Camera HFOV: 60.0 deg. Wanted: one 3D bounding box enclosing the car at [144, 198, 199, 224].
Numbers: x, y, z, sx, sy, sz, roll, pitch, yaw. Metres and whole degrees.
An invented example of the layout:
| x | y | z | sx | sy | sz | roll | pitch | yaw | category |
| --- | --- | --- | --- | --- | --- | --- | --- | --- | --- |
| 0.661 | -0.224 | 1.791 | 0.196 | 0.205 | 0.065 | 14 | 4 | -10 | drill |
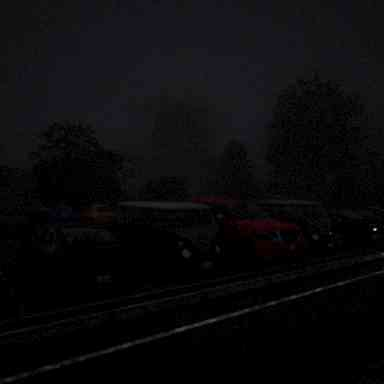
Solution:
| x | y | z | sx | sy | sz | roll | pitch | yaw | category |
| --- | --- | --- | --- | --- | --- | --- | --- | --- | --- |
| -1.671 | 1.402 | 25.885 | 2.185 | 1.767 | 4.553 | 0 | 0 | -35 | car |

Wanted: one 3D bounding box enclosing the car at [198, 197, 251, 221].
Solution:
| x | y | z | sx | sy | sz | roll | pitch | yaw | category |
| --- | --- | --- | --- | --- | --- | --- | --- | --- | --- |
| 2.736 | 1.405 | 29.085 | 2.185 | 1.767 | 4.553 | 0 | 0 | -35 | car |

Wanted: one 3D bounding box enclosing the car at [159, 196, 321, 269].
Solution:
| x | y | z | sx | sy | sz | roll | pitch | yaw | category |
| --- | --- | --- | --- | --- | --- | --- | --- | --- | --- |
| 1.353 | 1.275 | 12.000 | 2.435 | 2.045 | 5.566 | 0 | 0 | -35 | car |

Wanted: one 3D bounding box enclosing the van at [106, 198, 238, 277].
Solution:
| x | y | z | sx | sy | sz | roll | pitch | yaw | category |
| --- | --- | --- | --- | --- | --- | --- | --- | --- | --- |
| -0.867 | 1.299 | 10.319 | 1.878 | 1.987 | 4.442 | 0 | 0 | -35 | van |

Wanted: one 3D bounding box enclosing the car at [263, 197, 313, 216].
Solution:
| x | y | z | sx | sy | sz | roll | pitch | yaw | category |
| --- | --- | --- | --- | --- | --- | --- | --- | --- | --- |
| 9.691 | 1.410 | 33.938 | 2.185 | 1.767 | 4.553 | 0 | 0 | -35 | car |

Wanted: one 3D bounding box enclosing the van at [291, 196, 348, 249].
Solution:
| x | y | z | sx | sy | sz | roll | pitch | yaw | category |
| --- | --- | --- | --- | --- | --- | --- | --- | --- | --- |
| 3.573 | 1.302 | 13.466 | 1.878 | 1.987 | 4.442 | 0 | 0 | -35 | van |

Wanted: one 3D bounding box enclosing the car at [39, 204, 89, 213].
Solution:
| x | y | z | sx | sy | sz | roll | pitch | yaw | category |
| --- | --- | --- | --- | --- | --- | --- | --- | --- | --- |
| -8.508 | 1.523 | 21.085 | 2.097 | 1.535 | 5.008 | 0 | 0 | -35 | car |

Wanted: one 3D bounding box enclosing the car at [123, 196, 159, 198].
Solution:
| x | y | z | sx | sy | sz | roll | pitch | yaw | category |
| --- | --- | --- | --- | --- | --- | --- | --- | --- | --- |
| -4.079 | 1.275 | 24.252 | 2.435 | 2.045 | 5.566 | 0 | 0 | -35 | car |

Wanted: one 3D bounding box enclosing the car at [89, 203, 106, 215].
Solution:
| x | y | z | sx | sy | sz | roll | pitch | yaw | category |
| --- | --- | --- | --- | --- | --- | --- | --- | --- | --- |
| -6.442 | 1.522 | 22.770 | 1.946 | 1.575 | 5.366 | 0 | 0 | -35 | car |

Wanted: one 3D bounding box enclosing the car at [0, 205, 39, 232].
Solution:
| x | y | z | sx | sy | sz | roll | pitch | yaw | category |
| --- | --- | --- | --- | --- | --- | --- | --- | --- | --- |
| -10.761 | 1.551 | 19.445 | 2.163 | 1.488 | 4.792 | 0 | 0 | -35 | car |

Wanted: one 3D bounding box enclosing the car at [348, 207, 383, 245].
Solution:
| x | y | z | sx | sy | sz | roll | pitch | yaw | category |
| --- | --- | --- | --- | --- | --- | --- | --- | --- | --- |
| 5.881 | 1.531 | 15.236 | 2.231 | 1.521 | 4.892 | 0 | 0 | -35 | car |

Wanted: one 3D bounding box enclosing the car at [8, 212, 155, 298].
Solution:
| x | y | z | sx | sy | sz | roll | pitch | yaw | category |
| --- | --- | --- | --- | --- | --- | --- | --- | --- | --- |
| -3.202 | 1.524 | 8.799 | 2.231 | 1.521 | 4.892 | 0 | 0 | -35 | car |
